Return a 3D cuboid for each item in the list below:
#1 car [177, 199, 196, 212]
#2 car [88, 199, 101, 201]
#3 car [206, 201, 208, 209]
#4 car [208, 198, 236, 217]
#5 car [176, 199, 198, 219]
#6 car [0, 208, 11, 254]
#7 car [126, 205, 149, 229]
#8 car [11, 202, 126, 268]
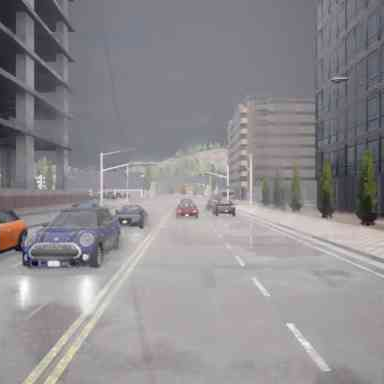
[{"bbox_3d":[-0.661,1.548,40.037,2.033,1.411,5.357,0,0,-1],"label":"car"},{"bbox_3d":[-7.512,1.478,23.115,1.882,1.535,5.008,0,0,-1],"label":"car"},{"bbox_3d":[2.816,1.526,41.432,1.812,1.442,4.674,0,0,-1],"label":"car"},{"bbox_3d":[3.012,1.492,31.907,2.128,1.511,4.902,0,0,-1],"label":"car"},{"bbox_3d":[-0.437,1.601,29.333,1.895,1.301,4.718,0,0,-1],"label":"car"},{"bbox_3d":[-7.272,1.353,10.853,2.097,1.767,4.553,0,0,-1],"label":"car"},{"bbox_3d":[-3.935,1.564,21.338,1.994,1.385,4.181,0,0,-1],"label":"car"},{"bbox_3d":[-3.792,1.351,11.260,2.097,1.767,4.553,0,0,-1],"label":"car"}]
